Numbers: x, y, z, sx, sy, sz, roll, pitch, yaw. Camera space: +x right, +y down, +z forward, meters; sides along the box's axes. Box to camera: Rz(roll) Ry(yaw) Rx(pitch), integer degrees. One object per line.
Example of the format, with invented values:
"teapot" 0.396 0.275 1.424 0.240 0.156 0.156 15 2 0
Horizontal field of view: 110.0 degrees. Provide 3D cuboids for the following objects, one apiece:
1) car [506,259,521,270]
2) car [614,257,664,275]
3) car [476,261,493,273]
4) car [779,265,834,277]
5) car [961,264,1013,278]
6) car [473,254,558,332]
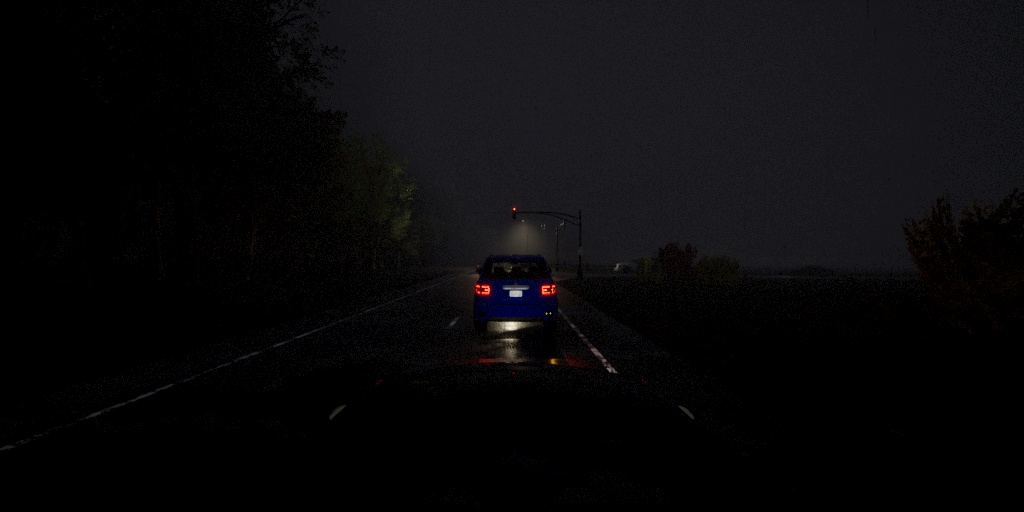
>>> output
"car" 0.172 1.260 55.172 1.837 1.490 4.892 -1 0 -5
"car" 15.056 1.195 42.528 5.566 2.045 2.150 1 -1 2
"car" -3.456 1.357 45.865 1.895 1.301 4.718 0 0 0
"car" 34.780 1.735 42.337 5.357 1.411 2.033 1 -1 0
"car" 52.069 1.880 38.649 4.181 1.385 1.994 1 -1 1
"car" 0.090 0.974 11.059 2.150 2.045 5.566 0 0 0
